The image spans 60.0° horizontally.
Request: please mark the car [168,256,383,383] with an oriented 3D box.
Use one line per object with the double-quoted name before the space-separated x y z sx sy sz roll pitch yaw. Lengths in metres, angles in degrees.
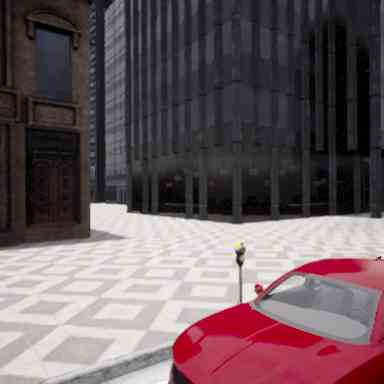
"car" 1.839 1.528 3.906 4.507 1.381 1.887 0 0 -36
